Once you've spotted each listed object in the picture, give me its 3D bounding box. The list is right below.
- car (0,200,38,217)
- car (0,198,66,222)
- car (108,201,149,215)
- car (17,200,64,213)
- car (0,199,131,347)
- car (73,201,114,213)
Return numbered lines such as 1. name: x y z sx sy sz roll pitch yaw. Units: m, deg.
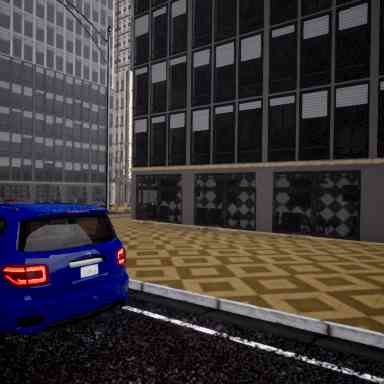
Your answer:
1. car: -18.391 1.608 33.430 2.128 1.511 4.902 1 0 36
2. car: -14.106 1.519 29.500 2.192 1.841 5.009 1 0 36
3. car: -7.308 1.830 38.711 1.752 1.417 4.829 1 0 36
4. car: -17.603 1.643 38.875 1.752 1.417 4.829 1 0 36
5. car: -3.659 1.218 6.292 5.566 2.045 2.150 0 0 35
6. car: -12.303 1.808 41.685 1.895 1.301 4.718 1 0 36
